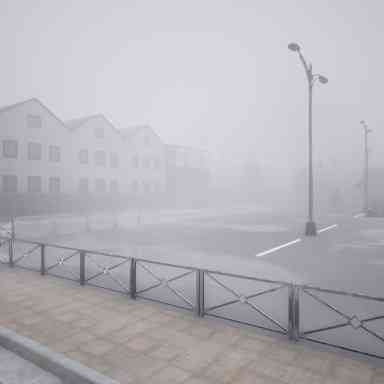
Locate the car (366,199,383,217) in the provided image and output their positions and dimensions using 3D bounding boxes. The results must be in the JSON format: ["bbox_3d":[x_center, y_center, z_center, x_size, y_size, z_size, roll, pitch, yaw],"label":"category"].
[{"bbox_3d":[15.339,1.298,26.865,2.007,1.523,4.514,0,0,35],"label":"car"}]
